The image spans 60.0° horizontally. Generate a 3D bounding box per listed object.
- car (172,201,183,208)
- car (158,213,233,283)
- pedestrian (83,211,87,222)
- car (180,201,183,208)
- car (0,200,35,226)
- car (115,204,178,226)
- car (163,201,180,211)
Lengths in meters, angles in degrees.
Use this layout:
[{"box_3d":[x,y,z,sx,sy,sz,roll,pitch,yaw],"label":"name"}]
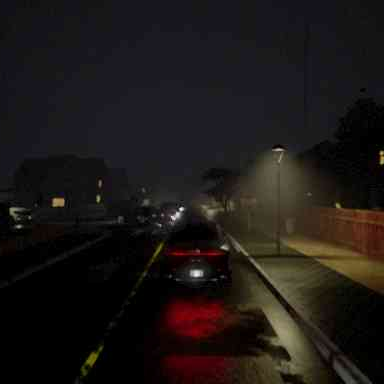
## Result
[{"box_3d":[-2.741,2.420,64.495,1.895,1.301,4.718,0,-1,1],"label":"car"},{"box_3d":[0.106,1.612,10.008,1.837,1.490,4.892,0,0,0],"label":"car"},{"box_3d":[-9.896,1.774,30.708,0.375,1.860,0.375,0,-2,5],"label":"pedestrian"},{"box_3d":[-2.814,2.208,50.267,1.895,1.301,4.718,0,-1,0],"label":"car"},{"box_3d":[-14.988,1.626,25.452,5.566,2.045,2.150,-1,-3,7],"label":"car"},{"box_3d":[-3.765,1.818,25.238,2.033,1.411,5.357,2,-4,-42],"label":"car"},{"box_3d":[-2.827,1.969,39.740,1.837,1.490,4.892,0,-1,0],"label":"car"}]
